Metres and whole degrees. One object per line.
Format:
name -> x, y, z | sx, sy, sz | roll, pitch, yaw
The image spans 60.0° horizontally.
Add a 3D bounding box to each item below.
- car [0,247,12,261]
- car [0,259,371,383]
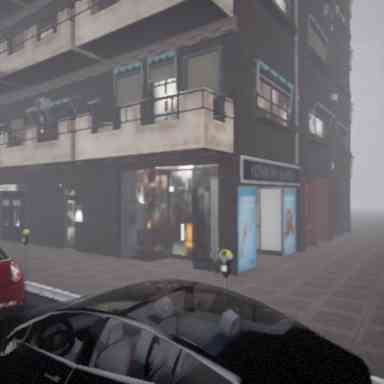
car -> -5.108, 1.518, 6.515 | 4.097, 1.590, 1.967 | -1, 0, 36
car -> -0.602, 1.589, 3.300 | 4.313, 1.339, 1.947 | -1, 0, 36
